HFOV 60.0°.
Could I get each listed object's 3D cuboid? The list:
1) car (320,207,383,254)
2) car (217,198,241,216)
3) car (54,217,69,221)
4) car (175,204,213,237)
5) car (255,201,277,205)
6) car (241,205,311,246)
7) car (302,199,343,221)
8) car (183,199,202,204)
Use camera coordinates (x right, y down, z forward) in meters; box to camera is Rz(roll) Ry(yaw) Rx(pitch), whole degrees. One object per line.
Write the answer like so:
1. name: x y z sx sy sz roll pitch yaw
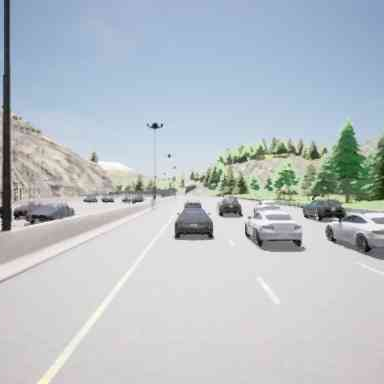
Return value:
1. car: 7.100 1.531 13.454 1.812 1.442 4.674 0 0 0
2. car: 3.600 1.366 32.670 2.097 1.767 4.553 0 0 0
3. car: -10.600 1.559 25.405 2.033 1.411 5.357 0 0 0
4. car: 0.100 1.572 18.018 1.994 1.385 4.181 0 0 0
5. car: 7.102 1.539 31.570 1.812 1.442 4.674 0 0 0
6. car: 3.600 1.532 15.198 1.812 1.442 4.674 0 0 0
7. car: 10.601 1.363 27.080 2.097 1.767 4.553 0 0 0
8. car: 0.099 1.507 35.638 2.128 1.511 4.902 0 0 0
